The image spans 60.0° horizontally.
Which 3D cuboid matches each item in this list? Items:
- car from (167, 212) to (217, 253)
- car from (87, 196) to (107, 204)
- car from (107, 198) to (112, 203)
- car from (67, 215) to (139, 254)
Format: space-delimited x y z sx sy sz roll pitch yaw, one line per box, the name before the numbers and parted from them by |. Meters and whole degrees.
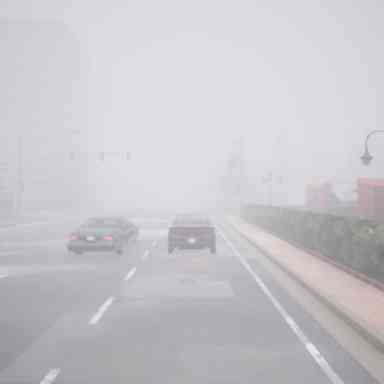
car | 0.001 1.614 14.479 1.882 1.535 5.008 0 0 0
car | -25.568 2.037 87.079 5.566 2.045 2.150 0 -1 34
car | -25.377 2.388 91.017 5.357 1.411 2.033 0 -1 27
car | -3.503 1.679 13.991 2.033 1.411 5.357 0 -1 0
